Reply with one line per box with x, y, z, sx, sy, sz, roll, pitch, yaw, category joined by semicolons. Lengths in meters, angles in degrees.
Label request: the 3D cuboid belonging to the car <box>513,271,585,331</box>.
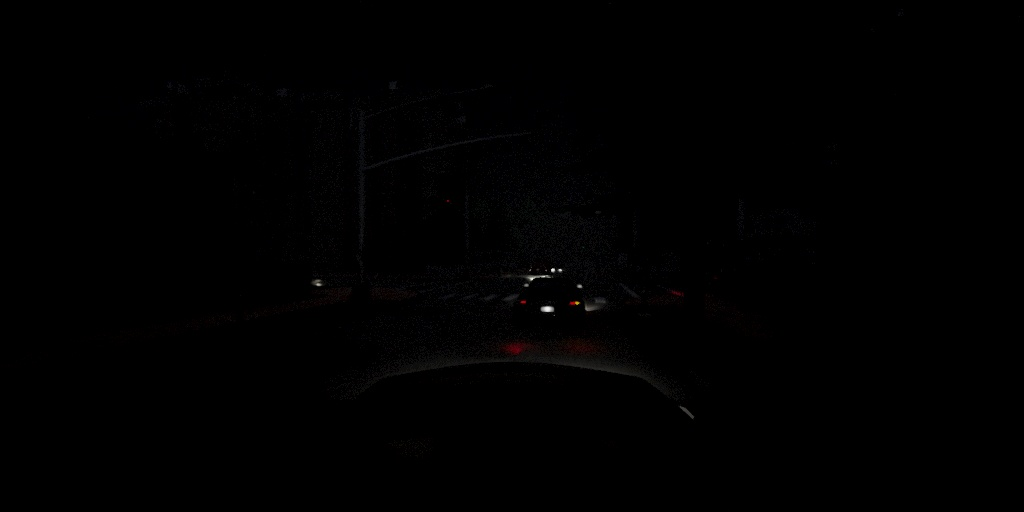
1.250;1.356;11.250;1.994;1.385;4.181;0;0;10;car

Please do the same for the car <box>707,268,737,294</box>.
13.521;1.354;19.570;5.008;1.535;1.882;0;-1;14;car

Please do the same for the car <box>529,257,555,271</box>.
3.518;1.181;43.280;2.150;2.045;5.566;0;0;13;car

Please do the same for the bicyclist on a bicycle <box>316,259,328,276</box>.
-18.553;1.159;35.061;0.582;1.620;1.656;0;0;14;bicyclist on a bicycle

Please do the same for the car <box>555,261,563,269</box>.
8.053;1.624;63.795;1.994;1.385;4.181;0;0;13;car
